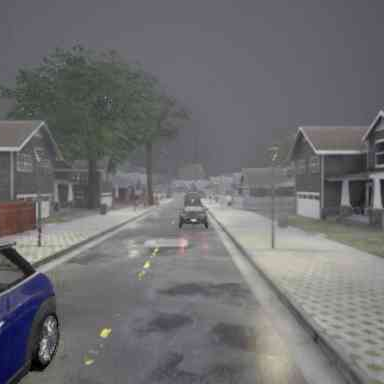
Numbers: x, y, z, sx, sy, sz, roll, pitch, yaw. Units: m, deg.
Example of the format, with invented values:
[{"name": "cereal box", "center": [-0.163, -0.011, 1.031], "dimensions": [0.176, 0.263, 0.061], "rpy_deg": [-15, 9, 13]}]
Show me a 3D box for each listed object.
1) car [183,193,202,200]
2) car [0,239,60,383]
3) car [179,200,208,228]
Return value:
[{"name": "car", "center": [0.090, 1.203, 42.394], "dimensions": [2.150, 2.045, 5.566], "rpy_deg": [0, 0, 0]}, {"name": "car", "center": [-2.851, 1.351, 2.623], "dimensions": [2.097, 1.767, 4.553], "rpy_deg": [0, 0, 0]}, {"name": "car", "center": [0.094, 1.519, 22.265], "dimensions": [1.812, 1.442, 4.674], "rpy_deg": [0, 0, 0]}]
